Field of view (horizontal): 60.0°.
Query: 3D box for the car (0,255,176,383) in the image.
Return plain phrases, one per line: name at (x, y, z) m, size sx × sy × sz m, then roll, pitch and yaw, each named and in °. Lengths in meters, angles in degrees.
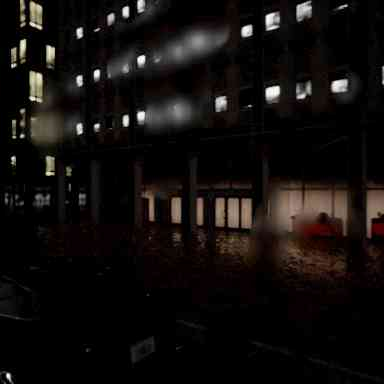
car at (-2.165, 1.541, 4.423) m, size 4.313 × 1.339 × 1.947 m, roll 0°, pitch 0°, yaw 35°
